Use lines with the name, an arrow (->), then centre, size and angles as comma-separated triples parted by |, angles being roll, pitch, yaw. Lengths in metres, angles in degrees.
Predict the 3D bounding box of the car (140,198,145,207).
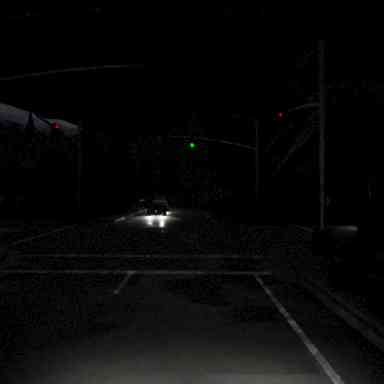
car -> -6.865, 1.979, 55.294 | 1.895, 1.301, 4.718 | 0, 0, -19

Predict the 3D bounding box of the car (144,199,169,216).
car -> -3.749, 1.811, 36.027 | 1.994, 1.385, 4.181 | 0, 0, -2

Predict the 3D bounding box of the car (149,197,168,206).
car -> -6.582, 1.793, 64.450 | 2.097, 1.767, 4.553 | 0, 0, -27

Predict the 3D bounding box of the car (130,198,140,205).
car -> -12.329, 1.978, 72.756 | 4.902, 1.511, 2.128 | 0, -1, 42

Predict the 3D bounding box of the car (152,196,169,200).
car -> -4.496, 1.534, 45.656 | 2.150, 2.045, 5.566 | 0, 0, -10
